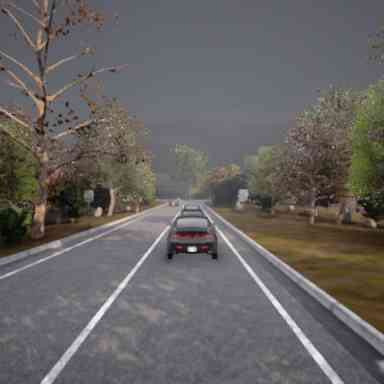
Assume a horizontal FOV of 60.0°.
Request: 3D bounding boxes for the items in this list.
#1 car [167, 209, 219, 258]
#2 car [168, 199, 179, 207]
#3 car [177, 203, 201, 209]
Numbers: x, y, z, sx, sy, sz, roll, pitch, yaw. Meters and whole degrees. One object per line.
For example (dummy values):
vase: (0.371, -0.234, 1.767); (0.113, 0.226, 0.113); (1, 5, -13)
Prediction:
car: (0.024, 1.676, 13.526); (1.837, 1.490, 4.892); (0, 0, 0)
car: (-3.511, 2.112, 64.564); (2.128, 1.511, 4.902); (0, 0, 1)
car: (0.027, 1.843, 28.524); (2.128, 1.511, 4.902); (0, 0, 0)
